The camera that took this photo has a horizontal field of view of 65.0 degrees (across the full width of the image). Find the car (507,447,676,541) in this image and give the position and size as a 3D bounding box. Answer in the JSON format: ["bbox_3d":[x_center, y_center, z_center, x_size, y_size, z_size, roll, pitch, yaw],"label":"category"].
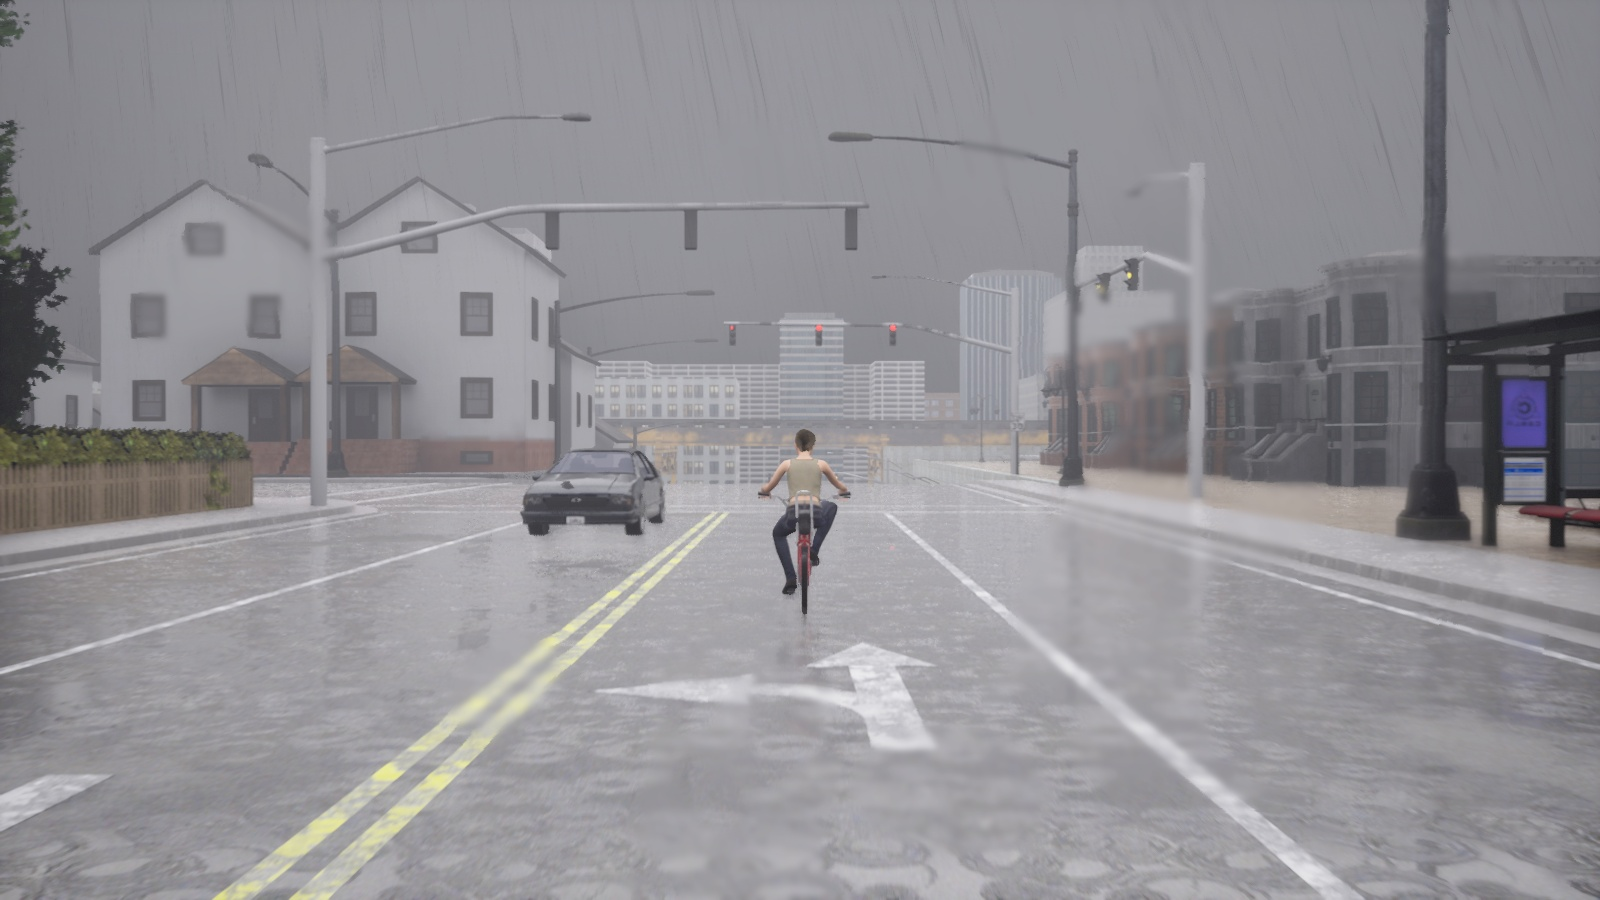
[{"bbox_3d":[-3.434,0.668,21.753,2.033,1.411,5.357,0,0,0],"label":"car"}]

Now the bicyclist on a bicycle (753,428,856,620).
[{"bbox_3d":[0.042,0.619,11.299,0.866,1.612,1.509,0,0,0],"label":"bicyclist on a bicycle"}]
